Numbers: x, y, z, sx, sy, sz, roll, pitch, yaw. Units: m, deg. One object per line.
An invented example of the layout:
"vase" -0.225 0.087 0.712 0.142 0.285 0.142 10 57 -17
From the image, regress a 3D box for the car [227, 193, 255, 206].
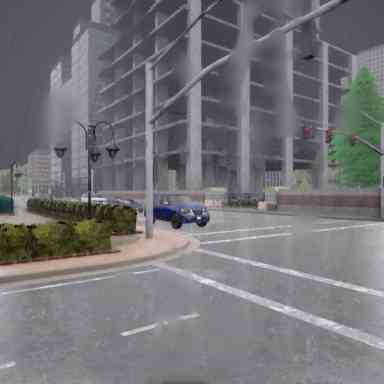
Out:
"car" 7.080 1.114 50.644 1.905 1.878 3.866 0 0 -36

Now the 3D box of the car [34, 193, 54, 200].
"car" -23.445 1.153 52.531 2.150 2.045 5.566 0 0 -36

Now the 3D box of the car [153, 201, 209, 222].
"car" -1.053 1.492 27.503 2.033 1.411 5.357 0 0 -36

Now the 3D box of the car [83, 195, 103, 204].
"car" -19.461 1.436 65.094 2.128 1.511 4.902 0 0 -36

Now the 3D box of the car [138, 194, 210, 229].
"car" -1.154 1.166 21.707 2.150 2.045 5.566 0 0 -35

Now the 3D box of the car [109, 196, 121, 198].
"car" -6.917 1.470 35.596 1.812 1.442 4.674 0 0 -36

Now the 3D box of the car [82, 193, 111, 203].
"car" -13.037 1.166 44.024 2.150 2.045 5.566 0 0 -36

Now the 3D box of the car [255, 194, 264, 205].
"car" 9.469 1.114 52.359 1.905 1.878 3.866 0 0 -36

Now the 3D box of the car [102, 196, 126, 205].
"car" -13.356 1.436 56.684 2.128 1.511 4.902 0 0 -36

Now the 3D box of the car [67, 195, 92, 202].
"car" -13.729 1.471 39.018 1.812 1.442 4.674 0 0 -36

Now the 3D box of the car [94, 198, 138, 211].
"car" -6.703 1.508 29.305 1.994 1.385 4.181 0 0 -37
